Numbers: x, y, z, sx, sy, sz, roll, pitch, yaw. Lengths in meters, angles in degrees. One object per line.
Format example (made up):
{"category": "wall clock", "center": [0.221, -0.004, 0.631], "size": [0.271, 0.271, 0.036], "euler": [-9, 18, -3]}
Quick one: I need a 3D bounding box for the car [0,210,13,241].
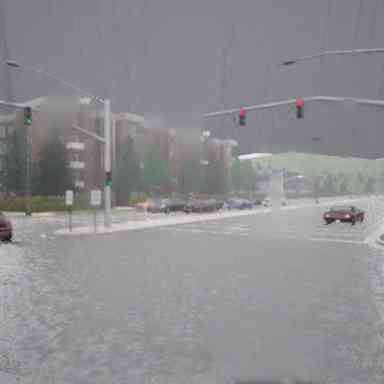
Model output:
{"category": "car", "center": [-10.568, 1.440, 15.837], "size": [4.553, 1.767, 2.097], "euler": [0, 0, 36]}

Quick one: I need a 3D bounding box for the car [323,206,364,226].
{"category": "car", "center": [10.958, 1.622, 23.774], "size": [1.895, 1.301, 4.718], "euler": [0, 0, 37]}

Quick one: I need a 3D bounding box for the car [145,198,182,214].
{"category": "car", "center": [-2.572, 1.466, 36.793], "size": [2.097, 1.767, 4.553], "euler": [0, 0, 35]}

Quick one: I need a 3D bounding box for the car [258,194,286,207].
{"category": "car", "center": [13.115, 1.316, 53.014], "size": [2.150, 2.045, 5.566], "euler": [0, 0, 36]}

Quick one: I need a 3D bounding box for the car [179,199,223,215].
{"category": "car", "center": [1.063, 1.698, 35.882], "size": [1.895, 1.301, 4.718], "euler": [0, 0, 35]}

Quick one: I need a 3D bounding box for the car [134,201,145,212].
{"category": "car", "center": [-4.763, 1.484, 39.752], "size": [2.097, 1.767, 4.553], "euler": [0, 0, 35]}

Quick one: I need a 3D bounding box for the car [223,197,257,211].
{"category": "car", "center": [6.267, 1.622, 43.286], "size": [1.812, 1.442, 4.674], "euler": [0, 0, 35]}

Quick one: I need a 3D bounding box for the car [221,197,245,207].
{"category": "car", "center": [6.966, 1.608, 56.418], "size": [1.882, 1.535, 5.008], "euler": [0, 1, 36]}
